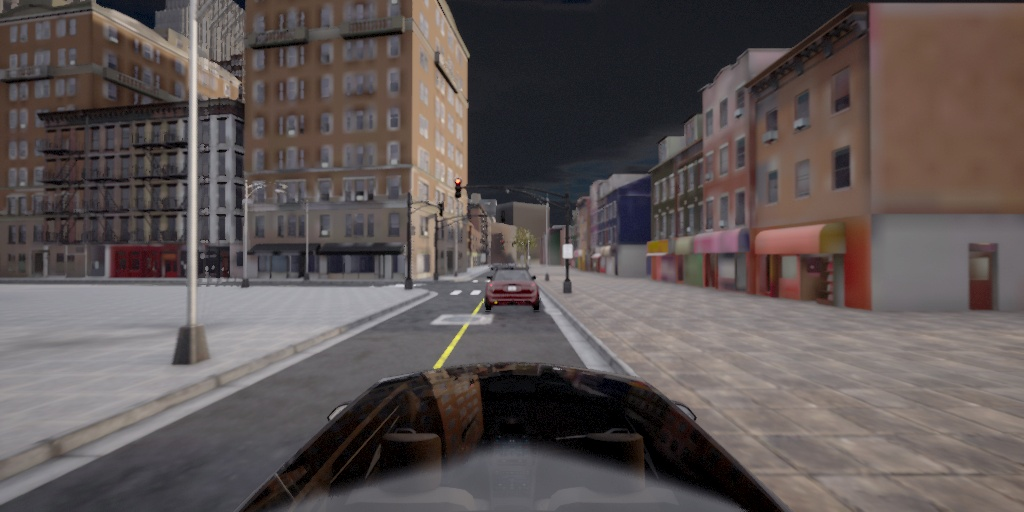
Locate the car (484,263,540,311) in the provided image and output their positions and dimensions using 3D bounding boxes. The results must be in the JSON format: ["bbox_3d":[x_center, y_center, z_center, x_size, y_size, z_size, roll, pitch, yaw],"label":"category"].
[{"bbox_3d":[-0.017,1.235,15.272,2.097,1.767,4.553,0,-1,-1],"label":"car"}]

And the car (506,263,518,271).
[{"bbox_3d":[-0.015,1.941,65.043,2.033,1.411,5.357,0,-1,0],"label":"car"}]

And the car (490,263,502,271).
[{"bbox_3d":[-2.800,1.947,64.063,1.994,1.385,4.181,0,-1,1],"label":"car"}]
